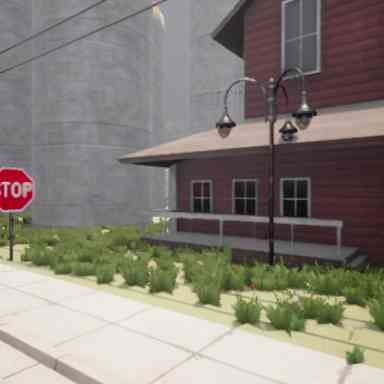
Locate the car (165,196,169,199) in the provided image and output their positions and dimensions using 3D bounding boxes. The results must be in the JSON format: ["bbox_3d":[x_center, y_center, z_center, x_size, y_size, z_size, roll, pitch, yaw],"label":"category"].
[{"bbox_3d":[-5.434,1.689,86.318,4.193,1.474,1.816,0,0,36],"label":"car"}]
